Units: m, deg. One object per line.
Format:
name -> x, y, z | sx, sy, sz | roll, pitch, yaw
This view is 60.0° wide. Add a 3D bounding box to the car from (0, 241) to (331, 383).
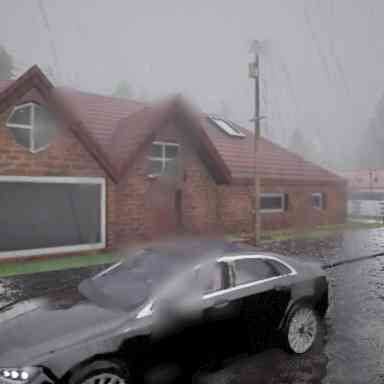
car -> -0.138, 1.489, 4.483 | 4.902, 1.511, 2.128 | 0, 0, -35
